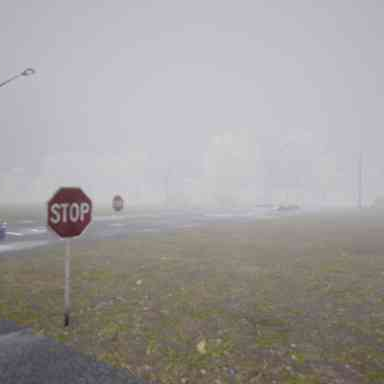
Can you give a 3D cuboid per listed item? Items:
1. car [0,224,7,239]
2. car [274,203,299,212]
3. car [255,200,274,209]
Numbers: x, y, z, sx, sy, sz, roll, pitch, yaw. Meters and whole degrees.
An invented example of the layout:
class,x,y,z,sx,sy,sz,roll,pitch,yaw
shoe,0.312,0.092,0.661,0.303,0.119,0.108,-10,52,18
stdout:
class,x,y,z,sx,sy,sz,roll,pitch,yaw
car,-10.687,1.590,14.278,1.882,1.535,5.008,0,-1,36
car,14.130,2.243,48.573,1.895,1.301,4.718,1,0,36
car,13.007,2.211,58.960,2.033,1.411,5.357,1,0,36
